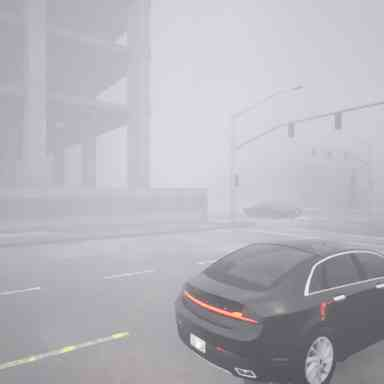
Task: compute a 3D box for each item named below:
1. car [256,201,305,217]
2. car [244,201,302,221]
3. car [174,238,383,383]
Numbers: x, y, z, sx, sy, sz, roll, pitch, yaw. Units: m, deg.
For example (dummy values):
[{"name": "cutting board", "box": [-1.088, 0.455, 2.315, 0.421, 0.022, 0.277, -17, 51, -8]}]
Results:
[{"name": "car", "box": [8.351, 1.563, 31.718, 1.994, 1.385, 4.181, 0, 0, -36]}, {"name": "car", "box": [6.548, 1.600, 27.856, 1.895, 1.301, 4.718, 0, 0, -32]}, {"name": "car", "box": [2.052, 1.505, 5.255, 4.892, 1.490, 1.837, 0, 0, -35]}]
